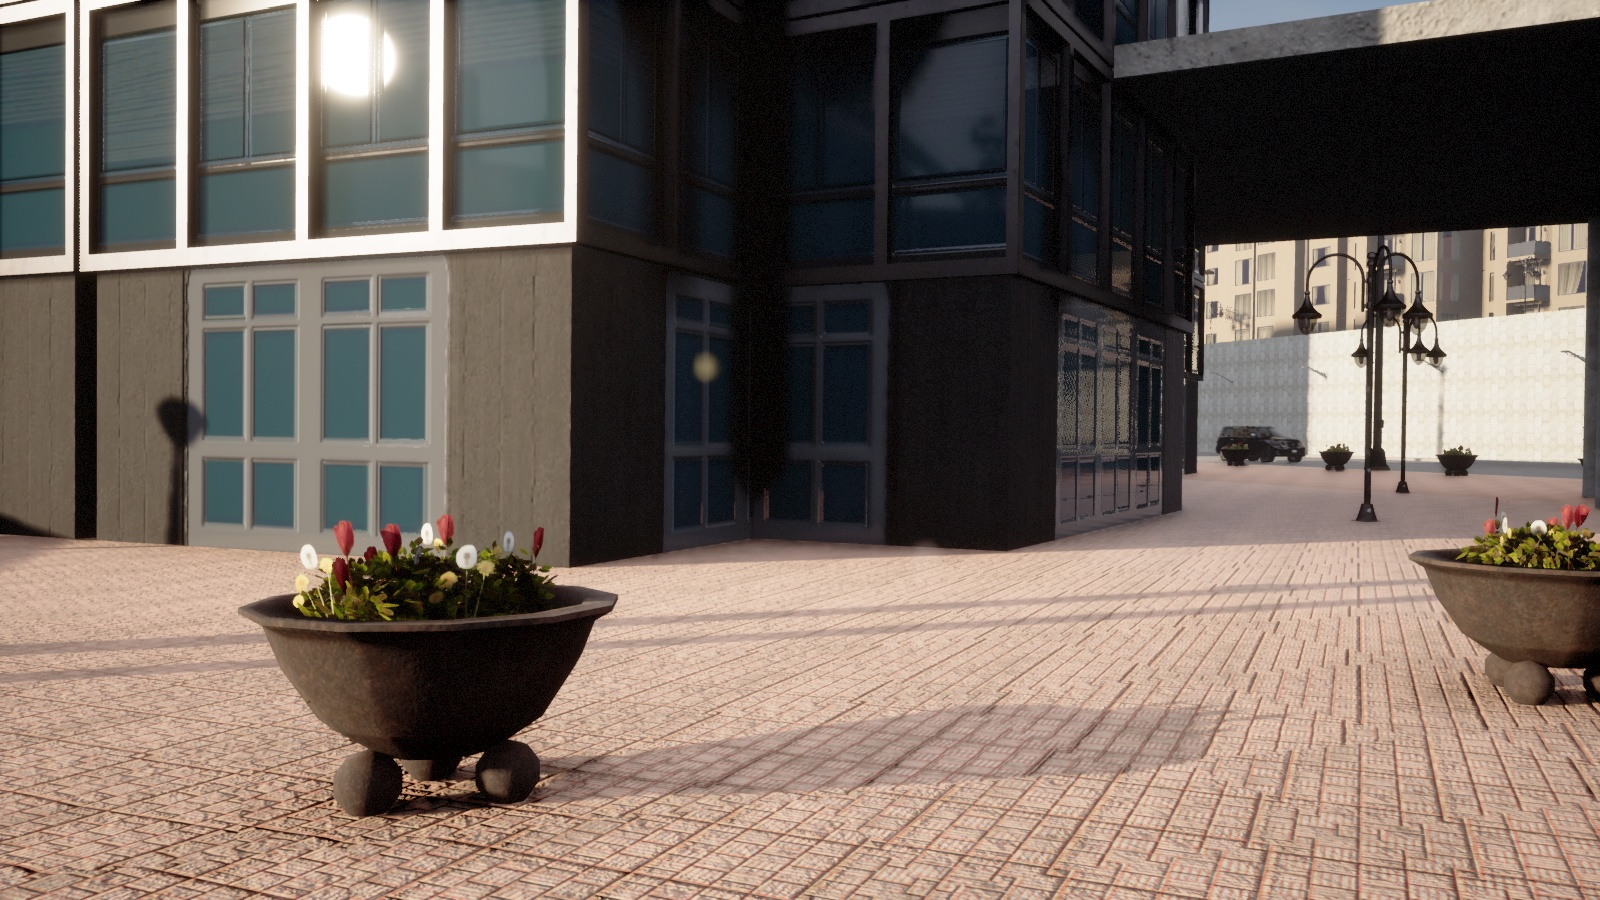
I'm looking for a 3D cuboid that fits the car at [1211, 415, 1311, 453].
[{"bbox_3d":[25.554,-0.895,69.795,2.150,2.045,5.566,-1,1,-20],"label":"car"}]
